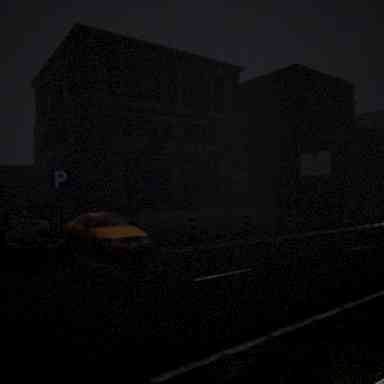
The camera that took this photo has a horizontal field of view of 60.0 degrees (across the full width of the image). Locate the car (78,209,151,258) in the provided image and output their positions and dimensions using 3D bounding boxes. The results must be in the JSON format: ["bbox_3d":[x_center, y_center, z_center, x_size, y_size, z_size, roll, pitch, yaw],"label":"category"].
[{"bbox_3d":[-3.524,1.482,13.234,1.946,1.575,5.366,0,0,-36],"label":"car"}]

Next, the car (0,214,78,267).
[{"bbox_3d":[-5.861,1.533,11.758,2.002,1.452,4.674,0,0,-36],"label":"car"}]
